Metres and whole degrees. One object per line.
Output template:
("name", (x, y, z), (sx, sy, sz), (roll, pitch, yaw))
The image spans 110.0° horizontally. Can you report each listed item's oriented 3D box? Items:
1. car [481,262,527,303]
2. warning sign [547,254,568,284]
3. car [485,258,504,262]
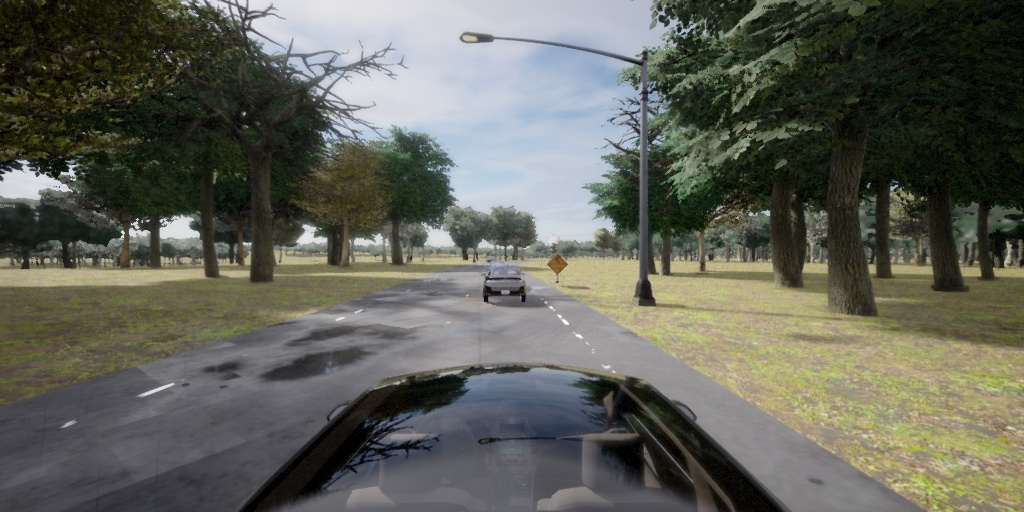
("car", (-0.385, 1.210, 16.586), (2.128, 1.511, 4.902), (0, 0, -3))
("warning sign", (2.831, 0.797, 22.435), (1.300, 1.860, 1.060), (0, 0, -3))
("car", (-1.281, 1.151, 31.575), (1.812, 1.442, 4.674), (0, 0, -3))
